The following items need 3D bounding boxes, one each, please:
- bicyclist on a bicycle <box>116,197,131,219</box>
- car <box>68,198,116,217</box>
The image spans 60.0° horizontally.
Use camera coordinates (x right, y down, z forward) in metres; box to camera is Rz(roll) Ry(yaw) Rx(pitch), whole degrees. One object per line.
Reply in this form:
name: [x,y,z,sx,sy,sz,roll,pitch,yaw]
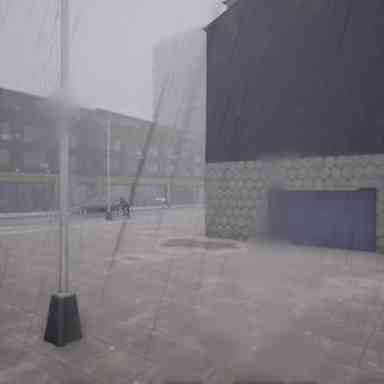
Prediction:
bicyclist on a bicycle: [-5.079,1.181,24.517,1.656,1.620,0.582,0,0,36]
car: [-8.901,1.323,29.248,2.128,1.511,4.902,1,0,36]
